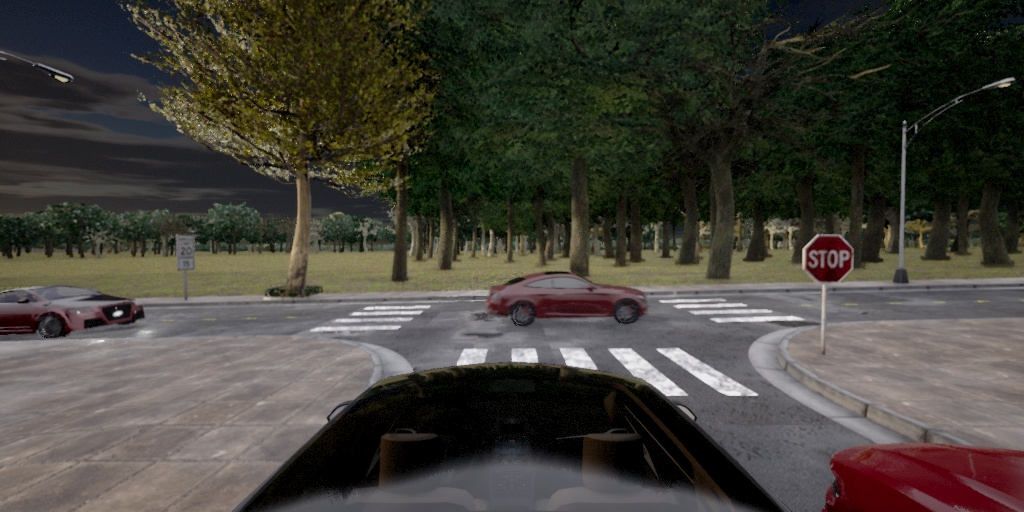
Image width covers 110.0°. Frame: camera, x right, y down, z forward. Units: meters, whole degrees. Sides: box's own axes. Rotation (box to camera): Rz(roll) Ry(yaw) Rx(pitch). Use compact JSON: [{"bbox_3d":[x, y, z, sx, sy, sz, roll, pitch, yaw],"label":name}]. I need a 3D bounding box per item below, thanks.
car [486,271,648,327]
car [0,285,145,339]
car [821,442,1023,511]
[{"bbox_3d":[1.566,1.180,10.644,4.674,1.442,1.812,-1,1,0],"label":"car"},{"bbox_3d":[-13.719,1.586,10.656,4.181,1.385,1.994,-1,1,0],"label":"car"},{"bbox_3d":[2.635,1.303,0.207,1.888,1.381,4.507,0,0,0],"label":"car"}]
